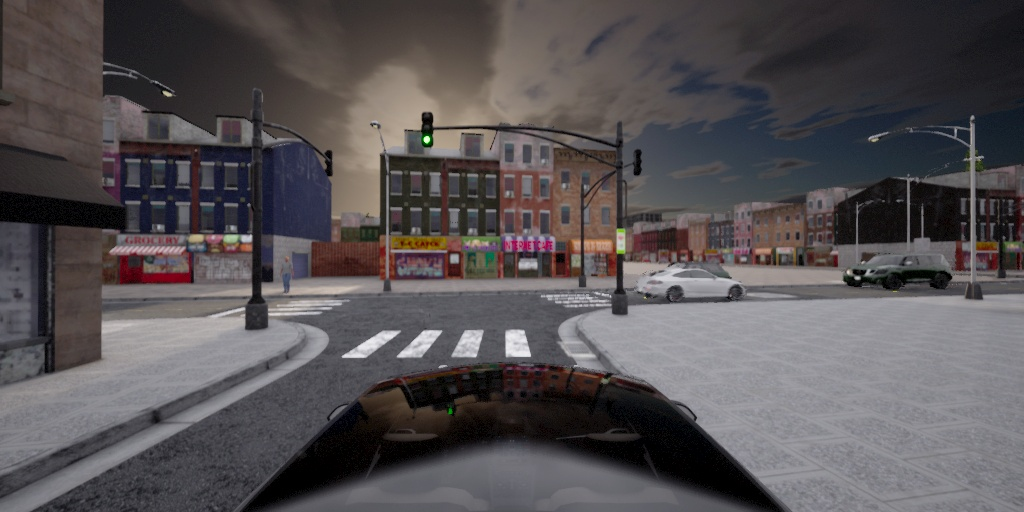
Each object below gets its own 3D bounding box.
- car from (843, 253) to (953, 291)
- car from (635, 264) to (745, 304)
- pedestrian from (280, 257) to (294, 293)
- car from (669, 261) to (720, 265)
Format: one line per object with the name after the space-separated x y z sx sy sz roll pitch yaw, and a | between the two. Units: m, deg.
22.611 0.885 21.061 5.566 2.045 2.150 -1 0 -9 | car
7.748 1.225 15.719 4.674 1.442 1.812 0 -1 -11 | car
-11.373 0.923 18.117 0.375 1.860 0.375 0 0 -10 | pedestrian
8.904 1.059 18.659 4.553 1.767 2.097 0 0 -11 | car
